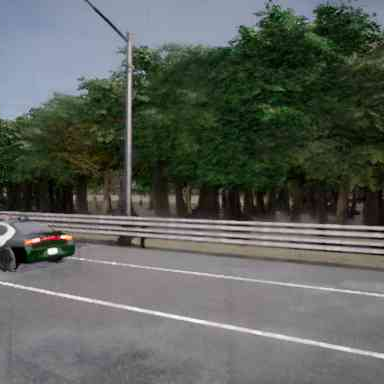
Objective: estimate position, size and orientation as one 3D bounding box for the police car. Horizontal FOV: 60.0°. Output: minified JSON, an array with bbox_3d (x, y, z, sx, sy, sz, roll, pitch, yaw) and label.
[{"bbox_3d":[-6.438,1.665,11.489,4.974,1.542,2.038,0,-1,29],"label":"police car"}]
